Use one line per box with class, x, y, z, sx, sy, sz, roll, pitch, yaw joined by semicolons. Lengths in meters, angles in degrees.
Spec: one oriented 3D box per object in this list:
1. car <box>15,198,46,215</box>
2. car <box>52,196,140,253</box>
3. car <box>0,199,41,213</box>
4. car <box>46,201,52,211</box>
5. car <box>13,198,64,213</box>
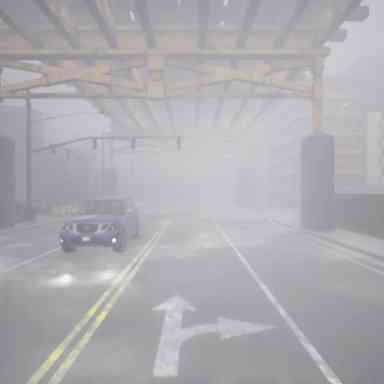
car;-17.084;1.465;32.424;4.974;1.542;2.038;0;0;25
car;-3.576;1.226;14.024;2.150;2.045;5.566;0;0;0
car;-17.131;1.308;32.446;4.536;1.218;1.853;0;0;25
car;-16.805;1.309;36.565;4.536;1.218;1.853;0;0;-20
car;-16.756;1.467;36.583;4.974;1.542;2.038;0;0;-20
